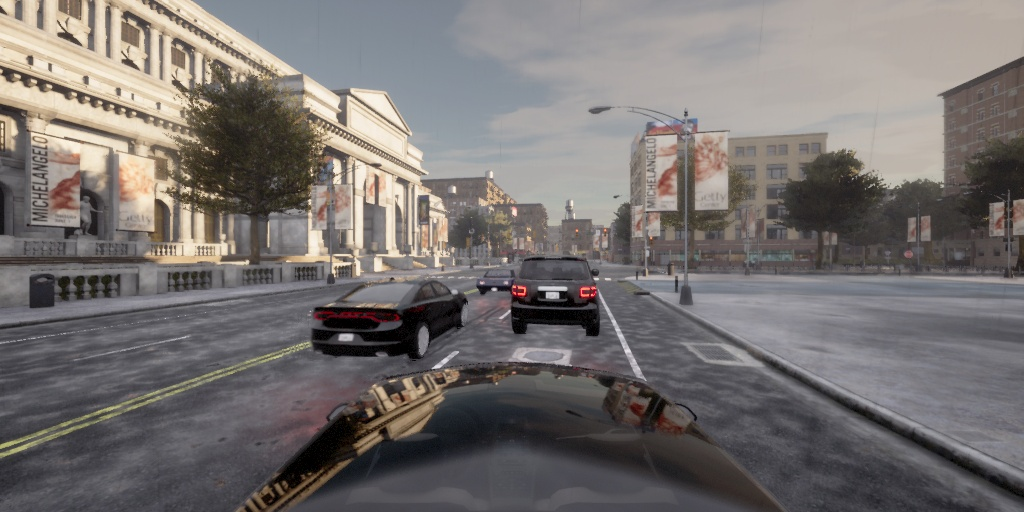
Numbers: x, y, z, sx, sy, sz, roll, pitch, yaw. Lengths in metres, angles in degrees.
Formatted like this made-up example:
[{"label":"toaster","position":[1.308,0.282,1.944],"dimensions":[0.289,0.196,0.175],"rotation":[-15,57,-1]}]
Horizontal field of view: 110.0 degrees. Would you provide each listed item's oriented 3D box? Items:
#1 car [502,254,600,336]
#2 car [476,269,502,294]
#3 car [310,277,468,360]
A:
[{"label":"car","position":[1.382,0.971,10.644],"dimensions":[2.150,2.045,5.566],"rotation":[0,0,10]},{"label":"car","position":[-0.443,1.351,19.780],"dimensions":[1.895,1.301,4.718],"rotation":[0,0,11]},{"label":"car","position":[-2.460,1.228,8.498],"dimensions":[1.882,1.535,5.008],"rotation":[0,0,8]}]
